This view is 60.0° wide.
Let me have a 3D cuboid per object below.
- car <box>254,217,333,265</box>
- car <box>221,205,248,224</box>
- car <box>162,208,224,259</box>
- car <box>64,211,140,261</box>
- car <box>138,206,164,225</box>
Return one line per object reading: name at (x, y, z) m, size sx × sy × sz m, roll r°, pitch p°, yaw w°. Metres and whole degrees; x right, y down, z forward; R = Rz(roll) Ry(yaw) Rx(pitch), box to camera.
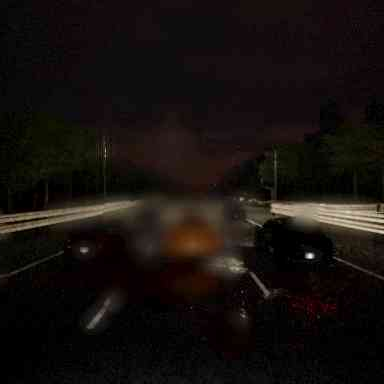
car at (3.541, 1.675, 12.349) m, size 1.837 × 1.490 × 4.892 m, roll 0°, pitch 0°, yaw 0°
car at (3.550, 1.849, 28.509) m, size 1.882 × 1.535 × 5.008 m, roll 0°, pitch 0°, yaw 0°
car at (0.052, 1.663, 13.510) m, size 1.882 × 1.535 × 5.008 m, roll 0°, pitch 0°, yaw 0°
car at (-3.451, 1.704, 13.009) m, size 1.812 × 1.442 × 4.674 m, roll 0°, pitch -1°, yaw 0°
car at (-3.461, 1.852, 27.354) m, size 2.128 × 1.511 × 4.902 m, roll 0°, pitch -1°, yaw 0°
